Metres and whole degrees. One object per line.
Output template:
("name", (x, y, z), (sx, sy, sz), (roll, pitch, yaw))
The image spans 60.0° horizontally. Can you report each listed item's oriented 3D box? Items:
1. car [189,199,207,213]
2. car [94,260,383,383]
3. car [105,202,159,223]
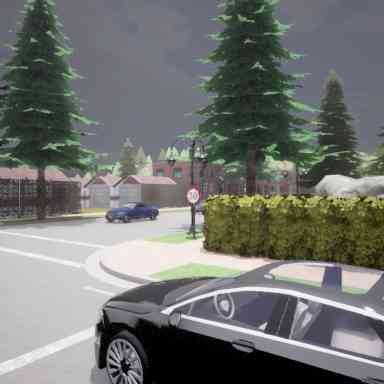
("car", (1.649, 1.454, 33.657), (2.128, 1.511, 4.902), (0, 0, 37))
("car", (0.986, 1.492, 3.378), (4.902, 1.511, 2.128), (0, 0, 38))
("car", (-4.404, 1.487, 25.206), (1.812, 1.442, 4.674), (0, 0, 34))
